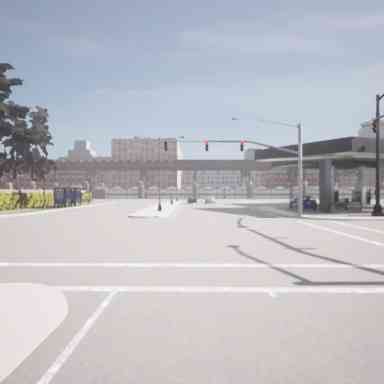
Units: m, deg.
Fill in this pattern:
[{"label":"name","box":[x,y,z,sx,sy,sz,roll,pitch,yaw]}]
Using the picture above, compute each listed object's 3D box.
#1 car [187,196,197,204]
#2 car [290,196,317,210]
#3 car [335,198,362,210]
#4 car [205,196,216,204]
[{"label":"car","box":[0.061,1.522,64.454,2.033,1.411,5.357,0,0,0]},{"label":"car","box":[13.248,1.279,39.766,2.242,1.667,4.611,0,0,0]},{"label":"car","box":[18.994,1.440,40.524,1.970,1.475,3.806,0,0,0]},{"label":"car","box":[3.561,1.500,64.451,1.812,1.442,4.674,0,0,0]}]
